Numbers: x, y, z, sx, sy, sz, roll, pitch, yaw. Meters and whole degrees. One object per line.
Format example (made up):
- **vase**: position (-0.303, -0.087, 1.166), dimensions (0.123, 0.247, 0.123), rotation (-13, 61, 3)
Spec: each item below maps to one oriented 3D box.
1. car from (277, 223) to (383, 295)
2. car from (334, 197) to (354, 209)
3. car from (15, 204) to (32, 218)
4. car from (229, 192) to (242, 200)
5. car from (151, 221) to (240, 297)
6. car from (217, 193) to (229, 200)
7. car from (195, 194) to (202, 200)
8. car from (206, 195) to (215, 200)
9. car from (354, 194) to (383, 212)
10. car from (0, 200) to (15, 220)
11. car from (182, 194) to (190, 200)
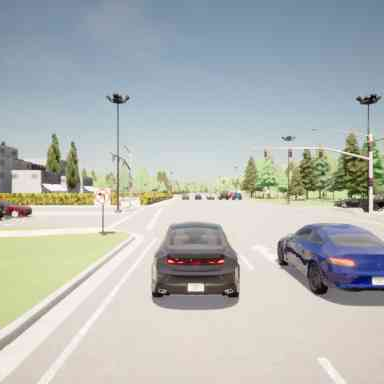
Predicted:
- **car**: position (3.585, 1.526, 8.626), dimensions (1.812, 1.442, 4.674), rotation (0, 0, 0)
- **car**: position (21.878, 1.505, 45.209), dimensions (4.892, 1.490, 1.837), rotation (0, 0, 3)
- **car**: position (-16.779, 1.478, 29.408), dimensions (5.008, 1.535, 1.882), rotation (0, 0, -1)
- **car**: position (12.239, 1.217, 90.923), dimensions (2.150, 2.045, 5.566), rotation (0, 0, 0)
- **car**: position (0.080, 1.505, 8.538), dimensions (1.837, 1.490, 4.892), rotation (0, 0, 0)
- **car**: position (8.740, 1.218, 91.353), dimensions (2.150, 2.045, 5.566), rotation (0, 0, 0)
- **car**: position (1.742, 1.471, 91.764), dimensions (1.882, 1.535, 5.008), rotation (0, 0, 0)
- **car**: position (5.243, 1.590, 92.199), dimensions (1.895, 1.301, 4.718), rotation (0, 0, 0)
- **car**: position (22.148, 1.221, 38.096), dimensions (5.566, 2.045, 2.150), rotation (0, 0, -1)
- **car**: position (-17.353, 1.221, 25.900), dimensions (5.566, 2.045, 2.150), rotation (0, 0, -1)
- **car**: position (-1.760, 1.518, 91.360), dimensions (2.128, 1.511, 4.902), rotation (0, 0, 0)
